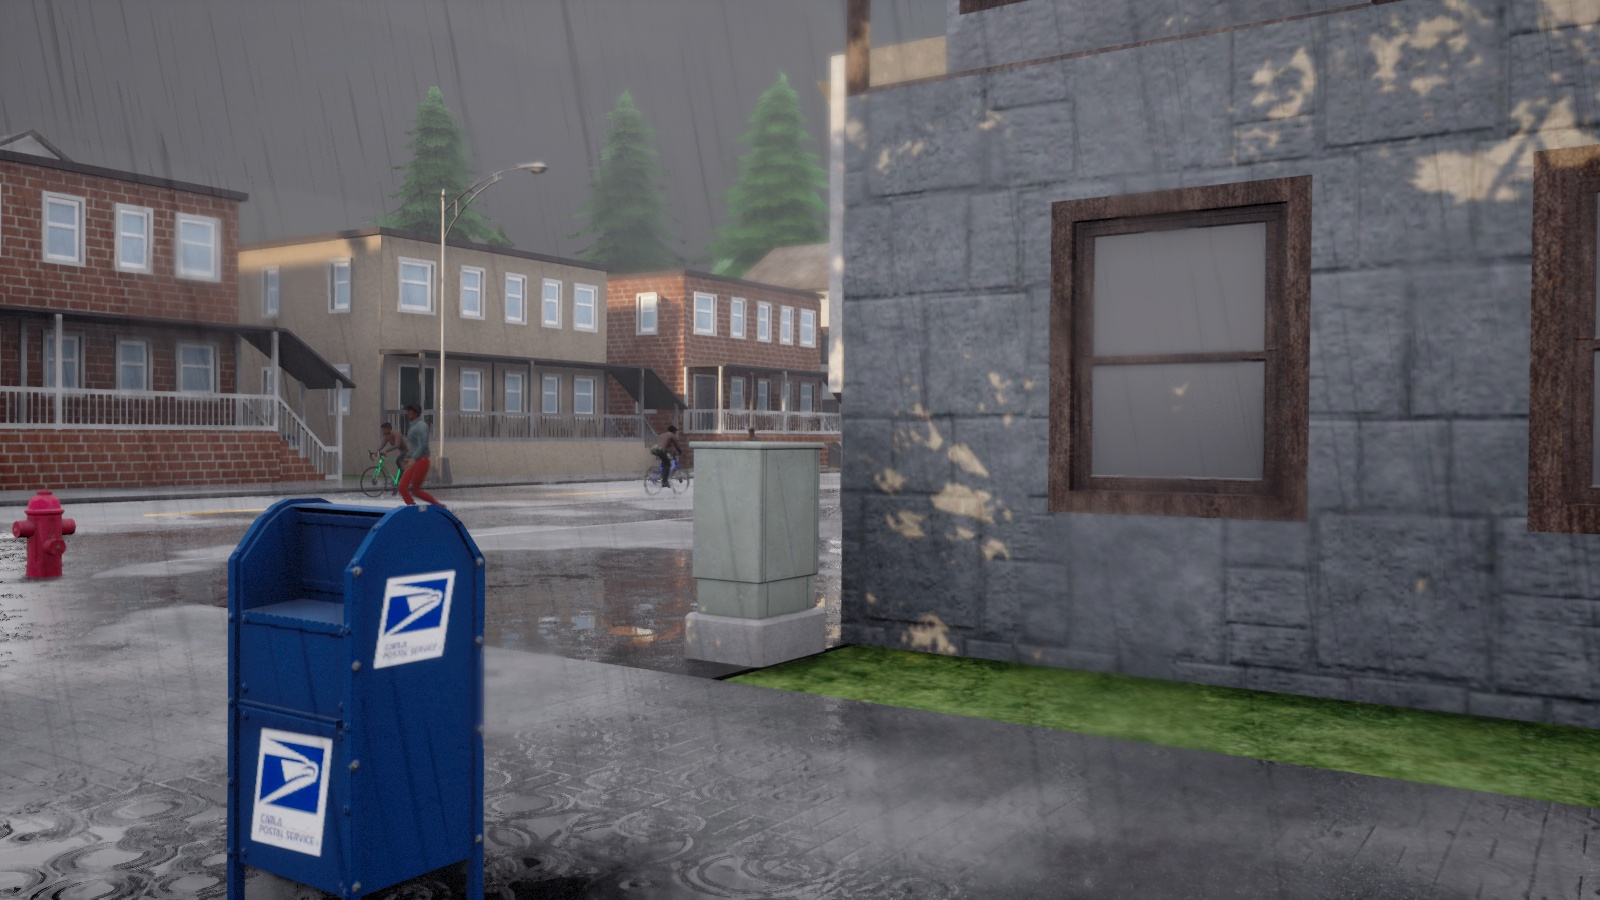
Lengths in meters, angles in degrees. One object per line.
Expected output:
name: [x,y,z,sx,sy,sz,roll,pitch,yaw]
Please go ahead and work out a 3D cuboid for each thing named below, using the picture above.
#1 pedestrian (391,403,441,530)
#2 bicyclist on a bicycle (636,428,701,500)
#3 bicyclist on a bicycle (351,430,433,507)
pedestrian: [-5.665,0.238,18.542,0.614,1.847,0.353,-1,1,-34]
bicyclist on a bicycle: [-3.039,0.313,29.092,0.582,1.620,1.656,0,1,33]
bicyclist on a bicycle: [-8.890,0.389,27.422,0.582,1.620,1.656,0,1,35]
